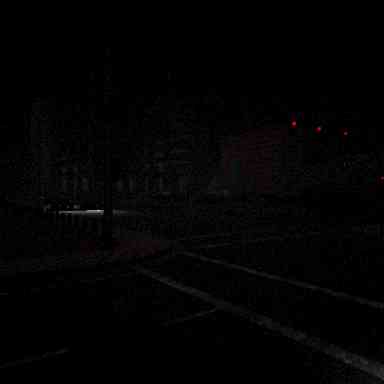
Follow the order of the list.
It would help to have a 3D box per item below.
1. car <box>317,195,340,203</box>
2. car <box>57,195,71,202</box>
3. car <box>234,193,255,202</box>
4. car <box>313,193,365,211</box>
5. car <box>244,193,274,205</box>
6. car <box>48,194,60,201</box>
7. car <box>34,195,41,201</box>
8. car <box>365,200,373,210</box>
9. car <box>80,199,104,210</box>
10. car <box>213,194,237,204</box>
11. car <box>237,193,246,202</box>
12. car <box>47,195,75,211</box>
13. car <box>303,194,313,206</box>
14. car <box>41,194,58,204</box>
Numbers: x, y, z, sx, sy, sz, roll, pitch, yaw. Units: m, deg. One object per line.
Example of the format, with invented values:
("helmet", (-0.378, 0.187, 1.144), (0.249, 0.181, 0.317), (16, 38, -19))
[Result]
("car", (27.177, 1.390, 66.476), (1.784, 1.438, 3.905), (0, 0, -35))
("car", (-30.642, 1.532, 79.531), (1.812, 1.442, 4.674), (0, 0, -35))
("car", (11.545, 1.175, 73.945), (1.932, 1.855, 4.605), (0, 0, -35))
("car", (16.519, 1.168, 37.574), (1.932, 1.855, 4.605), (0, 0, -35))
("car", (11.033, 1.413, 55.023), (1.970, 1.475, 3.806), (0, 0, -35))
("car", (-36.429, 1.355, 87.650), (2.097, 1.767, 4.553), (0, 0, -35))
("car", (-39.292, 1.450, 85.653), (1.812, 1.442, 4.674), (0, 0, -35))
("car", (18.913, 1.172, 39.201), (1.905, 1.878, 3.866), (0, 0, -35))
("car", (-12.763, 1.569, 42.242), (1.994, 1.385, 4.181), (0, 0, -35))
("car", (7.020, 1.415, 70.683), (1.970, 1.475, 3.806), (0, 0, -35))
("car", (9.384, 1.385, 72.354), (1.784, 1.438, 3.905), (0, 0, -35))
("car", (-15.733, 1.508, 40.379), (1.837, 1.490, 4.892), (0, 0, -35))
("car", (24.776, 1.178, 64.856), (1.932, 1.855, 4.605), (0, 0, -35))
("car", (-24.830, 1.497, 59.239), (2.128, 1.511, 4.902), (0, 0, -35))
